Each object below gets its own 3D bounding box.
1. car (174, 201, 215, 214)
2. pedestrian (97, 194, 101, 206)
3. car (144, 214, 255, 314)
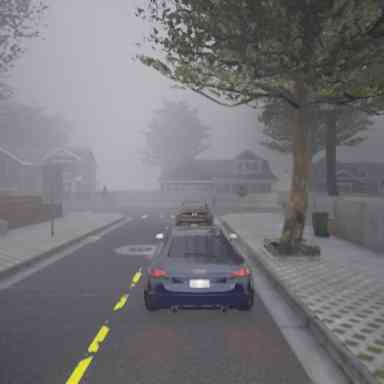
[{"bbox_3d":[0.139,1.214,17.359,1.837,1.490,4.892,0,1,1],"label":"car"},{"bbox_3d":[-9.718,0.765,34.693,0.375,1.300,0.375,0,1,-1],"label":"pedestrian"},{"bbox_3d":[0.110,1.438,7.461,1.994,1.385,4.181,0,1,0],"label":"car"}]
